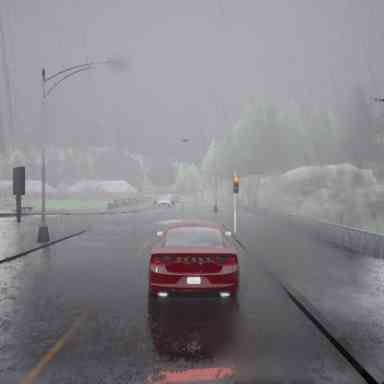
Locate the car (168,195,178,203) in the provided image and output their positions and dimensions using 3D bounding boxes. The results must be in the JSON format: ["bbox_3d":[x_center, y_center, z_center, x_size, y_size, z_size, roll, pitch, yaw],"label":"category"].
[{"bbox_3d":[-4.052,1.500,70.905,1.837,1.490,4.892,0,0,0],"label":"car"}]

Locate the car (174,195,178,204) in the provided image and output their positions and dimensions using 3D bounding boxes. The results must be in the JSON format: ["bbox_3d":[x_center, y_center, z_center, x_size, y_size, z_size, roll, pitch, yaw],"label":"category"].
[{"bbox_3d":[-4.125,1.526,60.740,1.812,1.442,4.674,0,0,1],"label":"car"}]

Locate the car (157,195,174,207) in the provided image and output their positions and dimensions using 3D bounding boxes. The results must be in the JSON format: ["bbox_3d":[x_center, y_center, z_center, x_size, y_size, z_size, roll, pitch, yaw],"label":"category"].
[{"bbox_3d":[-4.132,1.526,50.822,1.812,1.442,4.674,0,0,0],"label":"car"}]

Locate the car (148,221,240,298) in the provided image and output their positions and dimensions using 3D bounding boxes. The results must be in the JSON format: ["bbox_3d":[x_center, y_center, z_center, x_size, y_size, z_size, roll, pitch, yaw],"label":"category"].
[{"bbox_3d":[0.053,1.478,8.591,1.882,1.535,5.008,0,0,0],"label":"car"}]
